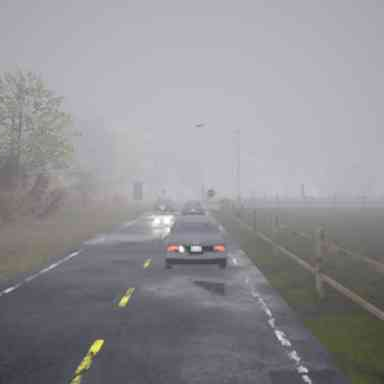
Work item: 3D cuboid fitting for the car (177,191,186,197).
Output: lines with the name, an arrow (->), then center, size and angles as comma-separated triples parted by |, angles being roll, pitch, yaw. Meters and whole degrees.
car -> -2.763, 0.633, 87.695 | 2.150, 2.045, 5.566 | 0, 0, 0

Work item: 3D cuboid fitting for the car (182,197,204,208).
car -> 0.096, 1.400, 28.715 | 1.994, 1.385, 4.181 | 0, 0, 0

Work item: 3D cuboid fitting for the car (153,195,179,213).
car -> -2.755, 1.300, 33.391 | 2.128, 1.511, 4.902 | 0, 0, 0

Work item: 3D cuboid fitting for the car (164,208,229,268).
car -> 0.099, 1.489, 11.059 | 2.033, 1.411, 5.357 | 0, 0, 0
